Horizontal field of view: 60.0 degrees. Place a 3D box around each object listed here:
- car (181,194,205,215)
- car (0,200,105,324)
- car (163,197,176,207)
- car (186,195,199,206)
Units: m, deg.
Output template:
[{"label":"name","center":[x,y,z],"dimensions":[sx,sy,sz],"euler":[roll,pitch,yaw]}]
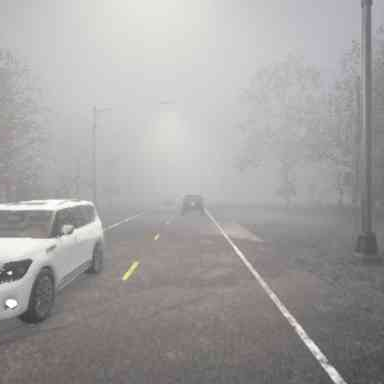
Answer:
[{"label":"car","center":[0.093,1.242,33.977],"dimensions":[2.150,2.045,5.566],"euler":[0,0,0]},{"label":"car","center":[-3.599,1.226,7.494],"dimensions":[2.150,2.045,5.566],"euler":[0,0,0]},{"label":"car","center":[-3.512,1.513,53.026],"dimensions":[1.882,1.535,5.008],"euler":[0,0,0]},{"label":"car","center":[0.089,1.383,55.176],"dimensions":[2.097,1.767,4.553],"euler":[0,0,0]}]
